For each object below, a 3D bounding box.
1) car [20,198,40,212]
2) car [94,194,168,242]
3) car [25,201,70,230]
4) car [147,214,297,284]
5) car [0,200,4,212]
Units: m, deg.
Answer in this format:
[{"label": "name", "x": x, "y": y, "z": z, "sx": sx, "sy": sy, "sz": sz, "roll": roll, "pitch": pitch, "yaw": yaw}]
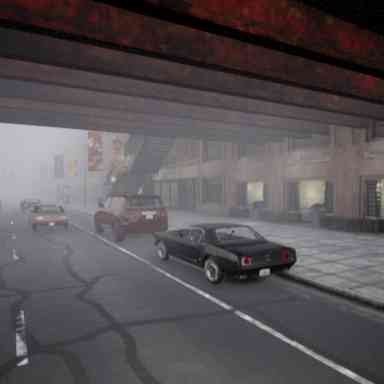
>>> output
[{"label": "car", "x": -16.372, "y": 1.295, "z": 33.820, "sx": 1.895, "sy": 1.301, "sz": 4.718, "roll": 0, "pitch": 0, "yaw": -29}, {"label": "car", "x": -3.059, "y": 1.095, "z": 15.939, "sx": 2.435, "sy": 2.045, "sz": 5.566, "roll": 0, "pitch": 1, "yaw": -29}, {"label": "car", "x": -8.694, "y": 1.422, "z": 20.002, "sx": 1.895, "sy": 1.301, "sz": 4.718, "roll": 0, "pitch": 0, "yaw": -29}, {"label": "car", "x": 0.570, "y": 1.520, "z": 9.498, "sx": 1.895, "sy": 1.301, "sz": 4.718, "roll": 0, "pitch": 1, "yaw": -29}, {"label": "car", "x": -20.165, "y": 1.191, "z": 33.438, "sx": 1.837, "sy": 1.490, "sz": 4.892, "roll": 0, "pitch": 0, "yaw": -29}]
